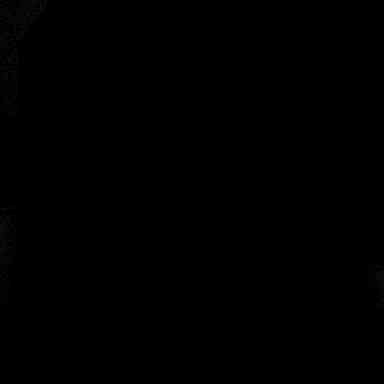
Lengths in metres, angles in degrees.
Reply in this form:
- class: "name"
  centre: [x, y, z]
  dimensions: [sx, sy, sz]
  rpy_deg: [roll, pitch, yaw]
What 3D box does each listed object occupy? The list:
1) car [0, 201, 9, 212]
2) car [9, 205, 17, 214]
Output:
- class: "car"
  centre: [-19.368, 1.181, 29.152]
  dimensions: [2.192, 1.841, 5.009]
  rpy_deg: [0, -1, 36]
- class: "car"
  centre: [-16.225, 1.524, 33.541]
  dimensions: [1.802, 1.307, 4.206]
  rpy_deg: [0, -1, 36]
